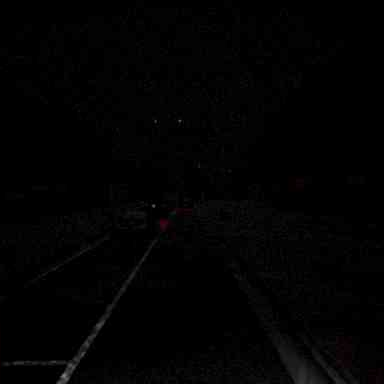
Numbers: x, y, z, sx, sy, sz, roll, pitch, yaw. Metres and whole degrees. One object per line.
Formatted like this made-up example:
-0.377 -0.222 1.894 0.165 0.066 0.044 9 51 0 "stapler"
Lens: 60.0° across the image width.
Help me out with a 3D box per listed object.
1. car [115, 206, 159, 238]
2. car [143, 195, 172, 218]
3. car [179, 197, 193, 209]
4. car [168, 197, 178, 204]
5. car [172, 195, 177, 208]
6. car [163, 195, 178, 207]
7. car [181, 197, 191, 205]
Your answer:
-3.024 1.645 18.129 1.802 1.307 4.206 1 0 -1 "car"
-3.366 1.321 31.512 2.150 2.045 5.566 -1 0 -1 "car"
-0.858 1.601 48.569 1.882 1.535 5.008 -1 -1 0 "car"
-3.802 1.735 67.744 1.752 1.417 4.829 1 0 -1 "car"
-3.541 1.469 51.320 2.192 1.841 5.009 1 0 -1 "car"
-3.628 1.487 56.851 2.192 1.841 5.009 1 0 -1 "car"
-1.135 1.742 64.970 1.994 1.385 4.181 -1 0 -1 "car"
